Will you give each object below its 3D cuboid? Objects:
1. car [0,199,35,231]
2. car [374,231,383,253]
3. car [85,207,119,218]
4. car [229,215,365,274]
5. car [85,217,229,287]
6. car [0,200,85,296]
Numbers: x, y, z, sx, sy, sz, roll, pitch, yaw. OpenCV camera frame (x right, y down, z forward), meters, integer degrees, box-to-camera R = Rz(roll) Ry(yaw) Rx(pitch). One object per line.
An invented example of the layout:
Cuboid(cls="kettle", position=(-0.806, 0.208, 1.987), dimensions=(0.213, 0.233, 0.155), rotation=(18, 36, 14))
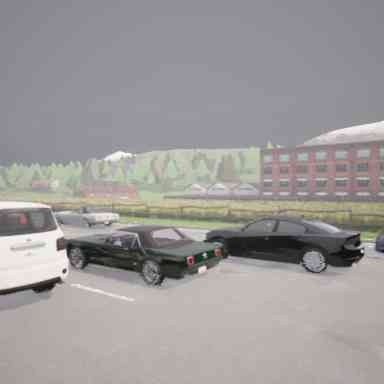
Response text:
Cuboid(cls="car", position=(-12.303, 1.359, 21.368), dimensions=(4.553, 1.767, 2.097), rotation=(0, 0, 35))
Cuboid(cls="car", position=(8.375, 1.562, 10.902), dimensions=(4.181, 1.385, 1.994), rotation=(0, 0, 36))
Cuboid(cls="car", position=(-7.093, 1.607, 21.950), dimensions=(4.718, 1.301, 1.895), rotation=(0, 0, 35))
Cuboid(cls="car", position=(2.706, 1.478, 10.659), dimensions=(5.008, 1.535, 1.882), rotation=(0, 0, 36))
Cuboid(cls="car", position=(-1.551, 1.603, 9.397), dimensions=(4.718, 1.301, 1.895), rotation=(0, 0, 36))
Cuboid(cls="car", position=(-5.189, 1.225, 7.695), dimensions=(5.566, 2.045, 2.150), rotation=(0, 0, 36))
